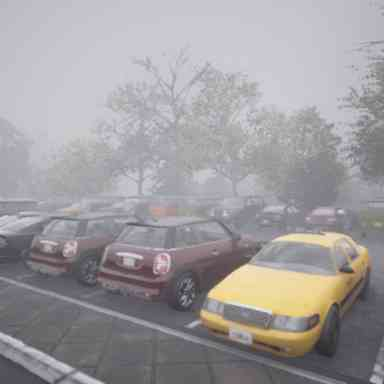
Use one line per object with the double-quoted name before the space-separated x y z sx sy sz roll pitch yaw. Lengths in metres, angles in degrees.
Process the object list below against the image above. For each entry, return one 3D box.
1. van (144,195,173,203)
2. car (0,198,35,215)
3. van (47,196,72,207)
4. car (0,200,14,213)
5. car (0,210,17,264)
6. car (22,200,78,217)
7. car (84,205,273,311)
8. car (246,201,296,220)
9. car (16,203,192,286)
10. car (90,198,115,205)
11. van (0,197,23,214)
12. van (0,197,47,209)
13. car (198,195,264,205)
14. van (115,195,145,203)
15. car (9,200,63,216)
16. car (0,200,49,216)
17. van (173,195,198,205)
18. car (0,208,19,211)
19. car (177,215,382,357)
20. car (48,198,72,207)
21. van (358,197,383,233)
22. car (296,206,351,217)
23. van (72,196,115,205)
"van" -1.201 1.264 25.306 1.878 1.987 4.442 0 0 36
"car" -21.543 1.689 39.687 2.185 1.767 4.553 -1 -1 36
"van" -12.448 1.417 33.359 1.878 1.987 4.442 -1 -1 36
"car" -26.031 1.902 42.931 2.231 1.521 4.892 -1 -1 36
"car" -4.488 1.495 11.423 2.097 1.535 5.008 0 0 36
"car" -14.769 1.687 34.869 2.231 1.521 4.892 -1 -1 36
"car" 0.011 1.373 8.170 2.185 1.767 4.553 0 0 36
"car" 5.486 1.495 20.369 2.097 1.535 5.008 0 0 36
"car" -2.246 1.371 9.786 2.185 1.767 4.553 0 0 36
"car" -5.754 1.514 28.429 2.097 1.535 5.008 -1 -1 36
"van" -23.709 1.632 41.421 1.878 1.987 4.442 -1 -1 36
"van" -9.068 1.267 14.565 1.878 1.987 4.442 0 0 36
"car" 3.119 1.242 22.035 2.435 2.045 5.566 0 0 36
"van" -3.697 1.263 26.806 1.878 1.987 4.442 -1 0 36
"car" -17.021 1.729 36.482 2.097 1.535 5.008 -1 -1 36
"car" -19.375 1.774 38.168 2.097 1.535 5.008 -1 -1 36
"van" 0.950 1.266 23.766 1.878 1.987 4.442 0 0 36
"car" -6.741 1.534 13.046 2.002 1.452 4.674 0 0 36
"car" 2.179 1.497 6.428 1.946 1.575 5.366 0 0 36
"car" -10.368 1.597 31.498 1.946 1.575 5.366 -1 -1 36
"van" 9.960 1.272 17.316 1.878 1.987 4.442 0 0 36
"car" 7.741 1.537 18.758 2.002 1.452 4.674 0 0 36
"van" -8.081 1.331 29.944 1.878 1.987 4.442 -1 -1 36
